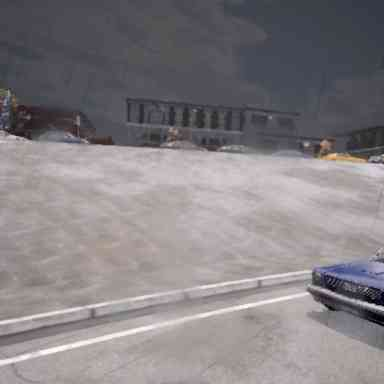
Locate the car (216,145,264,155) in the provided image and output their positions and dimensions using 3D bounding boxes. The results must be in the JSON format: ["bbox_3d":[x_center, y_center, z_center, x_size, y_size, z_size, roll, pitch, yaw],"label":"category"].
[{"bbox_3d":[4.715,-3.802,32.884,4.892,1.521,2.231,3,-1,-8],"label":"car"}]

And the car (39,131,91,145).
[{"bbox_3d":[-11.582,-4.672,30.727,4.553,1.767,2.185,3,-1,-8],"label":"car"}]

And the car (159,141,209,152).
[{"bbox_3d":[-0.750,-4.060,32.154,4.892,1.521,2.231,3,-1,-8],"label":"car"}]

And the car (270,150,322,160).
[{"bbox_3d":[10.191,-3.483,33.719,4.674,1.452,2.002,3,-2,-9],"label":"car"}]

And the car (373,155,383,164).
[{"bbox_3d":[21.070,-3.075,35.741,4.553,1.767,2.185,3,-2,-11],"label":"car"}]

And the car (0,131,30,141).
[{"bbox_3d":[-17.029,-4.749,30.005,4.674,1.452,2.002,3,-1,-8],"label":"car"}]

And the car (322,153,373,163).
[{"bbox_3d":[15.651,-3.237,34.673,5.008,1.535,2.097,3,-2,-10],"label":"car"}]

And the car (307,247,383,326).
[{"bbox_3d":[4.501,1.631,6.340,4.718,1.301,1.895,1,0,-27],"label":"car"}]
